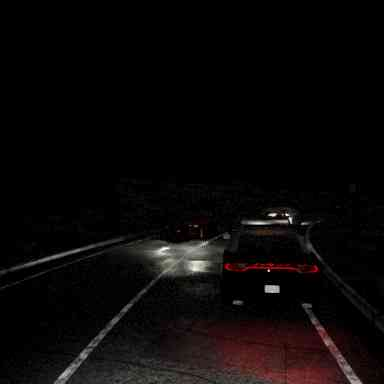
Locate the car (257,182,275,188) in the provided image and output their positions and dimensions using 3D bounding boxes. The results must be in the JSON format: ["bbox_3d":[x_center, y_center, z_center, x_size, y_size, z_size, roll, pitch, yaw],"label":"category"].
[{"bbox_3d":[14.917,-1.371,71.789,4.553,1.767,2.185,3,-5,-33],"label":"car"}]

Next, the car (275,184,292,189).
[{"bbox_3d":[19.626,-0.954,75.028,4.792,1.488,2.163,3,-6,-35],"label":"car"}]

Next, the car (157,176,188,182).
[{"bbox_3d":[-3.944,-2.150,60.229,4.892,1.521,2.231,2,-5,-30],"label":"car"}]

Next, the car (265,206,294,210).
[{"bbox_3d":[4.181,1.567,17.514,1.801,1.575,5.366,-2,-1,19],"label":"car"}]

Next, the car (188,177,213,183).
[{"bbox_3d":[0.845,-1.952,62.968,4.892,1.521,2.231,2,-5,-30],"label":"car"}]

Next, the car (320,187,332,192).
[{"bbox_3d":[32.852,-0.282,84.997,4.553,1.767,2.185,4,-6,-38],"label":"car"}]

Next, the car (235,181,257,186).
[{"bbox_3d":[10.303,-1.491,68.751,5.008,1.535,2.097,3,-5,-32],"label":"car"}]

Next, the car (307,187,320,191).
[{"bbox_3d":[28.430,-0.458,81.504,4.892,1.521,2.231,3,-6,-37],"label":"car"}]

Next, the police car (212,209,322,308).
[{"bbox_3d":[1.782,1.454,8.186,1.930,1.638,5.238,-1,0,10],"label":"police car"}]

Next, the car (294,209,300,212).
[{"bbox_3d":[6.261,1.702,22.648,1.812,1.442,4.674,-2,-2,25],"label":"car"}]

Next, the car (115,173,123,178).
[{"bbox_3d":[-13.444,-2.643,54.823,4.553,1.767,2.185,2,-5,-30],"label":"car"}]

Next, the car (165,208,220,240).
[{"bbox_3d":[0.164,1.690,18.680,1.882,1.535,5.008,-2,-1,20],"label":"car"}]

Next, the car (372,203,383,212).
[{"bbox_3d":[28.377,2.231,48.632,4.181,1.385,1.994,0,-4,-29],"label":"car"}]

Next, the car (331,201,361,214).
[{"bbox_3d":[19.312,1.881,41.746,4.553,1.767,2.097,1,-4,-41],"label":"car"}]

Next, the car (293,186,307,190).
[{"bbox_3d":[24.102,-0.684,78.246,4.674,1.452,2.002,3,-6,-36],"label":"car"}]

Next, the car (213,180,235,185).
[{"bbox_3d":[5.605,-1.688,65.806,4.674,1.452,2.002,3,-5,-31],"label":"car"}]
